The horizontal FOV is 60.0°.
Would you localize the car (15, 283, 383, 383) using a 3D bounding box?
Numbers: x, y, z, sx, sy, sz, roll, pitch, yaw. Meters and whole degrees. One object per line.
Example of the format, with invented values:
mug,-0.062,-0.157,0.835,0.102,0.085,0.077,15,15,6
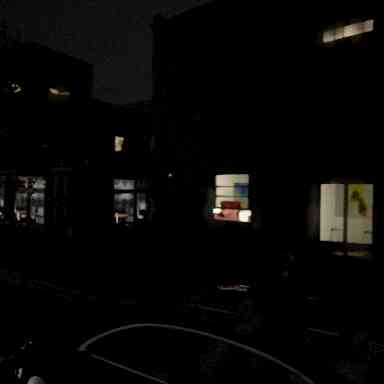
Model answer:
car,0.167,1.548,2.900,4.403,1.369,2.008,0,1,35
